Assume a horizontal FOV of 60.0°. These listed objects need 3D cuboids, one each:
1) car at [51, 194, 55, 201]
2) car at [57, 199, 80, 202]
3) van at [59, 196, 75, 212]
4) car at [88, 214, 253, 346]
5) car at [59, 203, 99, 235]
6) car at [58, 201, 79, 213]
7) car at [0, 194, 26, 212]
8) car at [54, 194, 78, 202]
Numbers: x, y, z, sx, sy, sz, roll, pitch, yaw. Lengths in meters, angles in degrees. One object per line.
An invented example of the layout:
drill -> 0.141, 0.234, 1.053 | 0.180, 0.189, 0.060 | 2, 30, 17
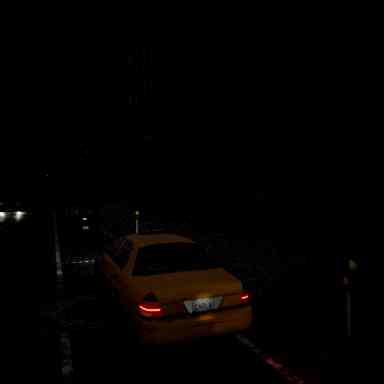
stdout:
car -> -31.948, 1.470, 79.387 | 1.967, 1.590, 4.097 | 0, 0, -24
car -> -10.433, 1.567, 28.837 | 1.947, 1.339, 4.313 | 0, 0, -23
van -> -14.706, 1.343, 39.024 | 1.690, 1.788, 3.998 | 0, 0, -23
car -> -0.844, 1.457, 6.730 | 1.801, 1.575, 5.366 | 0, 0, -23
car -> -6.160, 1.551, 18.650 | 2.008, 1.369, 4.403 | 0, 0, -23
car -> -8.296, 1.552, 23.743 | 2.008, 1.369, 4.403 | 0, 0, -23
car -> -21.020, 1.353, 38.894 | 2.097, 1.767, 4.553 | 0, 0, -22
car -> -12.570, 1.317, 33.931 | 2.192, 1.841, 5.009 | 0, 0, -23
